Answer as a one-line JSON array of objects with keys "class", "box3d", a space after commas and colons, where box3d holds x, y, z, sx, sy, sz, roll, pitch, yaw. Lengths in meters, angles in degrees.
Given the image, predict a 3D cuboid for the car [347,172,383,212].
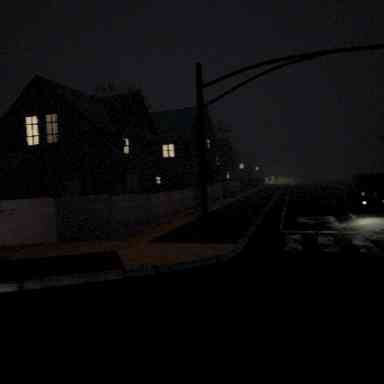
[{"class": "car", "box3d": [10.287, -0.065, 18.940, 2.150, 2.045, 5.566, -2, 3, 17]}]
